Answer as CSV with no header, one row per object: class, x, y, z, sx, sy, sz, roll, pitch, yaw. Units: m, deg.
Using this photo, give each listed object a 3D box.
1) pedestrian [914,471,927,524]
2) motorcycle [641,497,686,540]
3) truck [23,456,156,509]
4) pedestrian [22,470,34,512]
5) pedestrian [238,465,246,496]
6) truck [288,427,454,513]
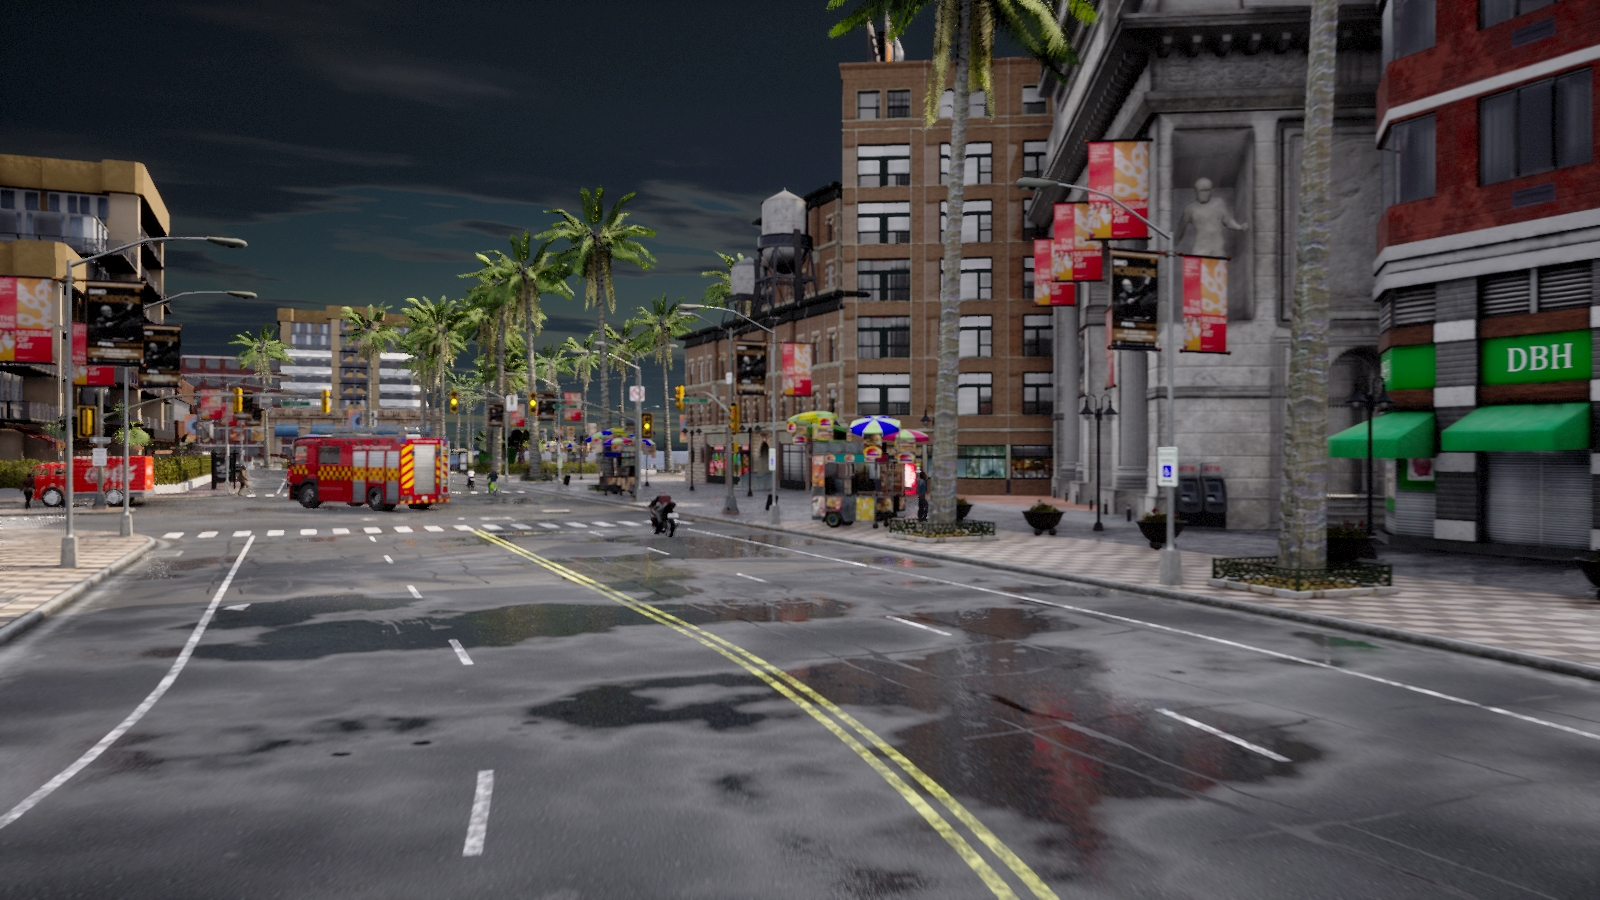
pedestrian,4.333,1.697,40.985,0.375,1.860,0.375,0,0,22
motorcycle,-4.455,2.206,37.205,0.867,1.251,2.209,0,0,-24
truck,-35.421,1.565,57.164,5.204,2.467,2.627,-1,0,-19
pedestrian,-34.951,1.858,51.735,0.375,1.860,0.375,0,0,-21
pedestrian,-33.813,1.858,69.207,0.375,1.860,0.375,0,0,-31
truck,-20.548,0.896,54.546,8.468,3.827,2.891,0,0,32
